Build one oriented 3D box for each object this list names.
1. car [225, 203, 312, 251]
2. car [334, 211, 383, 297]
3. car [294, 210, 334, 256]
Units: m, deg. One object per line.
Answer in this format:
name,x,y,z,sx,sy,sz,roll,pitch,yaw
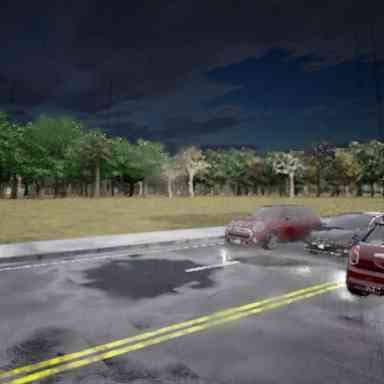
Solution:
car,3.582,1.336,14.230,4.553,1.767,2.097,0,0,-36
car,5.439,1.340,7.324,4.553,1.767,2.097,0,0,-36
car,6.087,1.488,12.026,4.892,1.490,1.837,0,0,-36
